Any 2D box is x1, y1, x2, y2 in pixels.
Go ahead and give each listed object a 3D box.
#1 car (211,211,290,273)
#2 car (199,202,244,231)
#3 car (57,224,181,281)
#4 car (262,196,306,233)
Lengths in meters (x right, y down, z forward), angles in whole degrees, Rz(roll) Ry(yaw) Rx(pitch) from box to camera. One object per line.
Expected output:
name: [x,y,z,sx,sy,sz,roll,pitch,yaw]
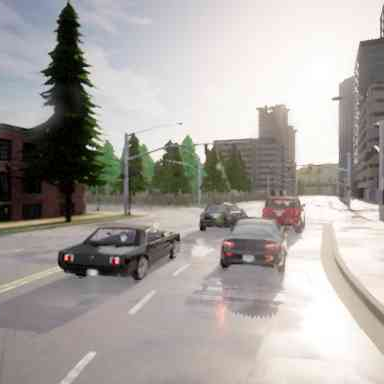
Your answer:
car: [2.132,1.559,10.803,1.812,1.442,4.674,0,0,17]
car: [2.059,1.407,20.636,2.097,1.767,4.553,0,0,21]
car: [-1.785,1.617,9.988,1.895,1.301,4.718,0,0,14]
car: [5.657,1.289,20.336,2.150,2.045,5.566,0,0,22]
